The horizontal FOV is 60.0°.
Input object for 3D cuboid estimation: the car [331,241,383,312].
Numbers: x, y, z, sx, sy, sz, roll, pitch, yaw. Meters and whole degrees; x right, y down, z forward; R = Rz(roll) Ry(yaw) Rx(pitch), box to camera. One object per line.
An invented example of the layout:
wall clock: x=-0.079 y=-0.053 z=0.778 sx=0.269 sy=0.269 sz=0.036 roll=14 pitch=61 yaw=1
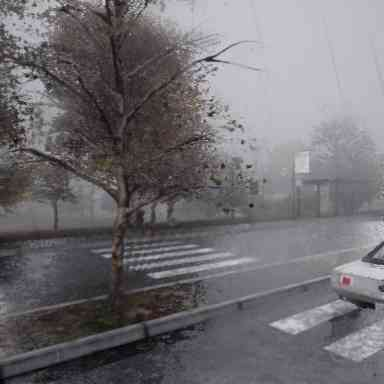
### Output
car: x=4.902 y=1.578 z=6.611 sx=4.718 sy=1.301 sz=1.895 roll=0 pitch=0 yaw=-35
